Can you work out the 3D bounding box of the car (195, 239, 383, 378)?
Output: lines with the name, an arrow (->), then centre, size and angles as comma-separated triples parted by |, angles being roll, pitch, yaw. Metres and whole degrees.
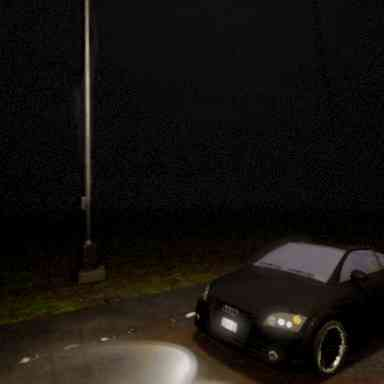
car -> 2.106, 1.527, 5.495 | 4.181, 1.385, 1.994 | -1, 0, -36
